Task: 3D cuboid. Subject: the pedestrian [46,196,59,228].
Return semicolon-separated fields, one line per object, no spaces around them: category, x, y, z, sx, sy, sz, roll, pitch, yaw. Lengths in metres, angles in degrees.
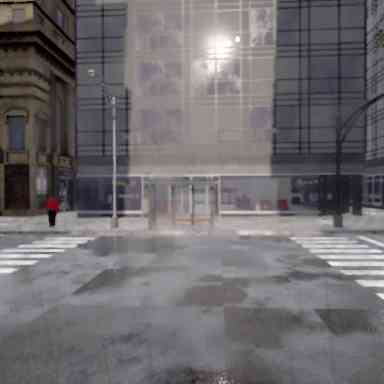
pedestrian;-8.054;1.117;19.149;0.375;1.860;0.375;0;1;4
